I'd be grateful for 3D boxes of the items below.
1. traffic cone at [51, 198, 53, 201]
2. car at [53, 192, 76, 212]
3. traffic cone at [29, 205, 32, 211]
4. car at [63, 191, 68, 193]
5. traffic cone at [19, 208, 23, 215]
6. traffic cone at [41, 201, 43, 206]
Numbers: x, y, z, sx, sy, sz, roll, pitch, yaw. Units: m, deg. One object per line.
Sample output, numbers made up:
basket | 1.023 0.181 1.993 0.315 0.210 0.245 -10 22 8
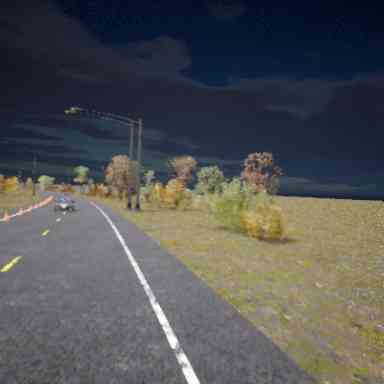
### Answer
traffic cone | -23.550 1.278 54.854 0.340 0.580 0.340 2 0 -21
car | -12.751 1.133 33.476 2.128 1.511 4.902 2 0 -18
traffic cone | -15.271 1.497 31.397 0.340 0.580 0.340 2 0 -18
car | -32.427 0.593 84.978 2.128 1.511 4.902 2 0 -24
traffic cone | -13.726 1.538 26.668 0.340 0.580 0.340 2 0 -18
traffic cone | -18.472 1.413 40.819 0.340 0.580 0.340 2 0 -19
